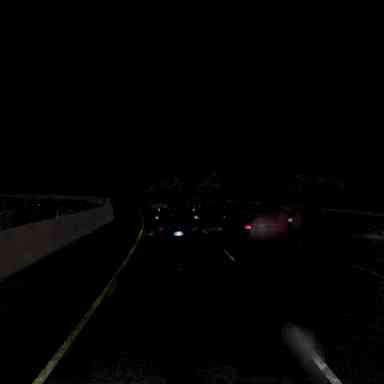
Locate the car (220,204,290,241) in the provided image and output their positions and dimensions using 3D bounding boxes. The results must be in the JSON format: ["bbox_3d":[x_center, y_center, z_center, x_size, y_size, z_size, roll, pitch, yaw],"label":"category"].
[{"bbox_3d":[2.714,1.517,16.410,2.033,1.411,5.357,0,0,-5],"label":"car"}]

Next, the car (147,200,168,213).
[{"bbox_3d":[-3.841,1.547,36.356,1.895,1.301,4.718,0,0,-12],"label":"car"}]

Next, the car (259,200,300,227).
[{"bbox_3d":[5.576,1.483,22.124,1.812,1.442,4.674,0,0,-7],"label":"car"}]

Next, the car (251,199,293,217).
[{"bbox_3d":[7.619,1.485,32.388,2.033,1.411,5.357,0,0,-10],"label":"car"}]

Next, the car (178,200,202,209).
[{"bbox_3d":[-0.277,1.543,36.426,1.895,1.301,4.718,0,0,-11],"label":"car"}]

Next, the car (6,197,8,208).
[{"bbox_3d":[-23.623,1.453,43.019,2.128,1.511,4.902,0,0,-15],"label":"car"}]

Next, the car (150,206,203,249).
[{"bbox_3d":[-0.666,1.541,14.507,1.994,1.385,4.181,0,0,-5],"label":"car"}]
